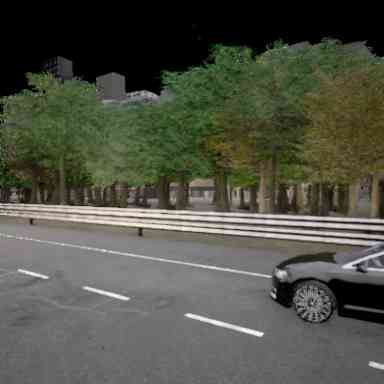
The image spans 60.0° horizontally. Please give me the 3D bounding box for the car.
[{"bbox_3d":[3.751,1.501,5.493,4.902,1.511,2.128,0,0,35],"label":"car"}]
